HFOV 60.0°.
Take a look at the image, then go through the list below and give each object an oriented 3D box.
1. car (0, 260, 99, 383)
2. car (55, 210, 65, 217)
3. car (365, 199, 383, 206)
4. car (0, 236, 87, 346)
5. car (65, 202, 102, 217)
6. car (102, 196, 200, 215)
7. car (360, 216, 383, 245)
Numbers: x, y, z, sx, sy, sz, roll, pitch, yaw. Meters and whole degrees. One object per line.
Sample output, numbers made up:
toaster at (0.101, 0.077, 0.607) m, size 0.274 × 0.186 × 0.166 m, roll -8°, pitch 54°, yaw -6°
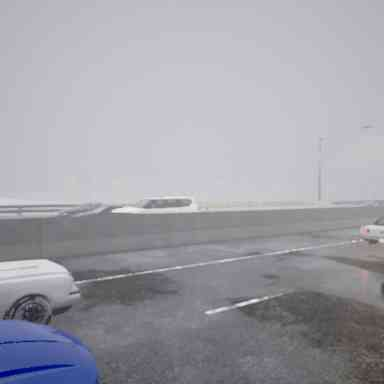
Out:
car at (-2.967, 1.467, 1.622) m, size 5.008 × 1.535 × 1.882 m, roll 0°, pitch 0°, yaw -36°
car at (-7.414, 1.528, 24.460) m, size 4.902 × 1.511 × 2.128 m, roll 0°, pitch 0°, yaw -35°
car at (27.123, 1.800, 48.182) m, size 5.008 × 1.535 × 1.882 m, roll 1°, pitch 0°, yaw -33°
car at (-4.250, 1.594, 5.008) m, size 4.718 × 1.301 × 1.895 m, roll 0°, pitch 0°, yaw -36°
car at (-5.428, 1.563, 21.579) m, size 4.674 × 1.442 × 1.812 m, roll 0°, pitch 0°, yaw -35°
car at (-2.082, 1.270, 19.660) m, size 5.566 × 2.045 × 2.150 m, roll 0°, pitch 0°, yaw -35°
car at (9.555, 1.696, 14.757) m, size 4.718 × 1.301 × 1.895 m, roll 0°, pitch 0°, yaw -35°
